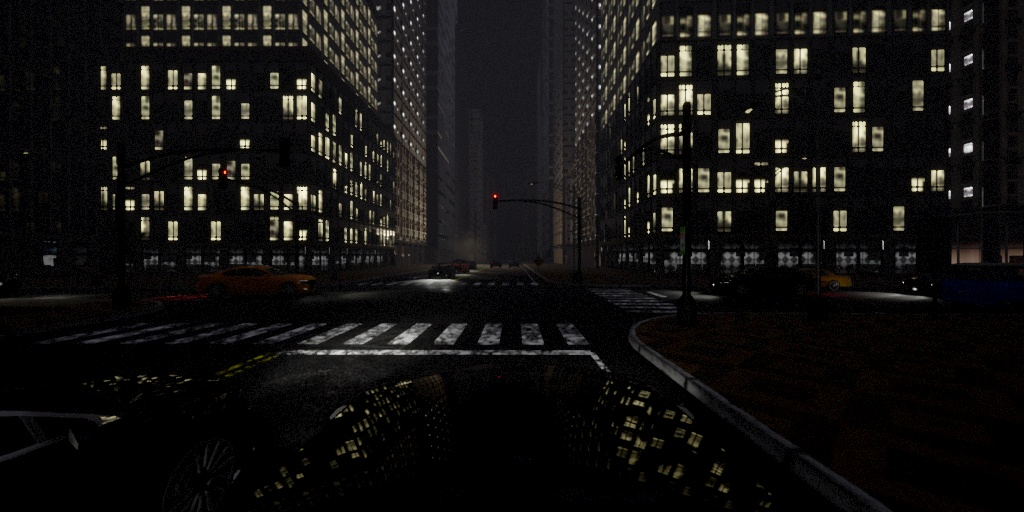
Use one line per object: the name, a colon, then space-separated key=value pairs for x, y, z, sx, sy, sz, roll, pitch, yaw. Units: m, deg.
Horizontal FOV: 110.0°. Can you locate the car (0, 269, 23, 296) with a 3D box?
car: x=-27.330 y=0.977 z=17.206 sx=5.566 sy=2.045 sz=2.150 roll=0 pitch=0 yaw=1

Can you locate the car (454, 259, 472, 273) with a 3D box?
car: x=-6.407 y=1.153 z=43.328 sx=2.097 sy=1.767 sz=4.553 roll=0 pitch=0 yaw=0

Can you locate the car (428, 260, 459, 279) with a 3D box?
car: x=-6.453 y=1.344 z=33.331 sx=1.994 sy=1.385 sz=4.181 roll=0 pitch=0 yaw=0

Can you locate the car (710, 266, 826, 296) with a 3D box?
car: x=13.064 y=1.273 z=18.836 sx=4.892 sy=1.490 sz=1.837 roll=0 pitch=0 yaw=2

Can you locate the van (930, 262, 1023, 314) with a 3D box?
van: x=18.409 y=1.120 z=13.090 sx=3.998 sy=1.789 sz=1.690 roll=0 pitch=0 yaw=2

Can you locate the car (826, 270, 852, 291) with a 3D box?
car: x=17.177 y=1.294 z=21.268 sx=4.829 sy=1.417 sz=1.751 roll=0 pitch=0 yaw=2

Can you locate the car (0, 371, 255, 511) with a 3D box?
car: x=-3.155 y=1.241 z=1.132 sx=2.128 sy=1.511 sz=4.902 roll=0 pitch=0 yaw=0

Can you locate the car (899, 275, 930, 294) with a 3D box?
car: x=23.464 y=1.323 z=18.412 sx=5.357 sy=1.411 sz=2.033 roll=0 pitch=0 yaw=2

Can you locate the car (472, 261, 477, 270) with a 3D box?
car: x=-6.354 y=1.376 z=53.825 sx=2.033 sy=1.411 sz=5.357 roll=0 pitch=0 yaw=0

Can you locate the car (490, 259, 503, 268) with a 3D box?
car: x=-2.862 y=1.367 z=63.761 sx=1.837 sy=1.490 sz=4.892 roll=0 pitch=0 yaw=0

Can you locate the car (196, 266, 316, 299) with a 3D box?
car: x=-12.588 y=1.236 z=17.925 sx=5.008 sy=1.535 sz=1.882 roll=0 pitch=0 yaw=-11

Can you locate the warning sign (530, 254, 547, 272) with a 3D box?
warning sign: x=3.033 y=0.911 z=41.321 sx=1.300 sy=1.860 sz=1.060 roll=0 pitch=0 yaw=0

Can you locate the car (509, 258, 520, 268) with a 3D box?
car: x=0.390 y=1.358 z=64.826 sx=2.128 sy=1.511 sz=4.902 roll=0 pitch=0 yaw=1
